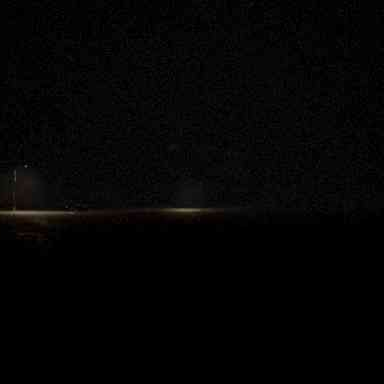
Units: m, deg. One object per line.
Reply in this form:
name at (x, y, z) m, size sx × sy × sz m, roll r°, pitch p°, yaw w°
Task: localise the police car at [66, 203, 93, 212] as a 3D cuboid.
police car at (-21.132, 2.857, 62.473) m, size 1.930 × 1.638 × 5.238 m, roll 1°, pitch -2°, yaw 36°
